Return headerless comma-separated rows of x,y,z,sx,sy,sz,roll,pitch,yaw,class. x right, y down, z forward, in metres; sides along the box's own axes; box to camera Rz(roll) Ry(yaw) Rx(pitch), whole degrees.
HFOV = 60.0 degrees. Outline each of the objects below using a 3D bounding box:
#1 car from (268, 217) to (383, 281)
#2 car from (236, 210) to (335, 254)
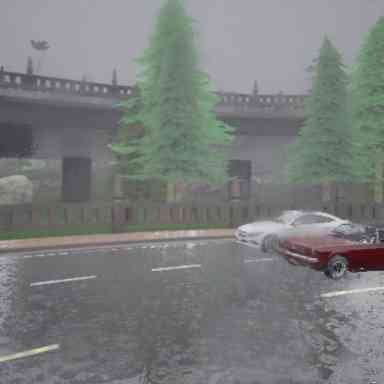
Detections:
4.842,1.551,9.491,4.718,1.301,1.895,0,1,-16,car
3.998,1.439,12.750,4.674,1.442,1.812,0,0,-16,car
